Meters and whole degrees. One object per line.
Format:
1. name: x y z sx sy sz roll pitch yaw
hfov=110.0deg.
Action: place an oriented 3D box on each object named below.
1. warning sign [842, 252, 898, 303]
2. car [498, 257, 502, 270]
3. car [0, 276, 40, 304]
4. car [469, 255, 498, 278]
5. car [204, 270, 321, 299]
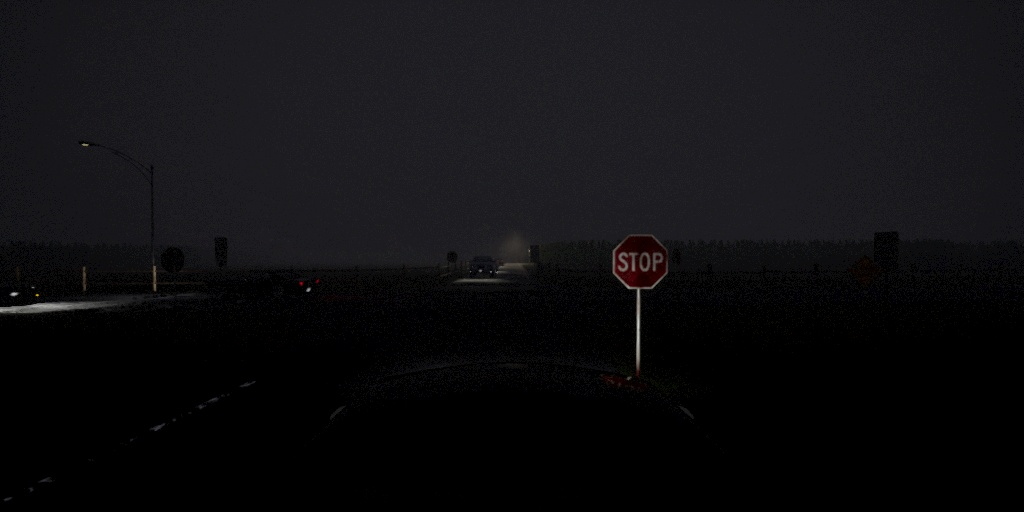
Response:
1. warning sign: 14.091 0.881 14.280 1.060 1.860 1.300 0 0 -6
2. car: -2.735 1.231 48.514 1.837 1.490 4.892 0 1 0
3. car: -22.088 1.361 14.452 4.181 1.385 1.994 0 1 -1
4. car: -2.773 0.963 34.309 2.150 2.045 5.566 0 0 0
5. car: -12.162 1.355 17.603 4.718 1.301 1.895 0 1 3
